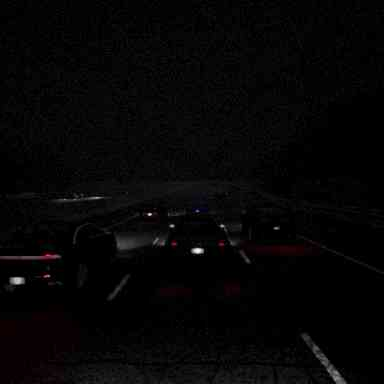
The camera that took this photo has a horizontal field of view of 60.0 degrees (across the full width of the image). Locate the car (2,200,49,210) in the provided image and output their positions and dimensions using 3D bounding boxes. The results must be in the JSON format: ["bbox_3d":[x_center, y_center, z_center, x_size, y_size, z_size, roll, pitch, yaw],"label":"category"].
[{"bbox_3d":[-13.717,1.427,28.505,1.895,1.301,4.718,0,1,2],"label":"car"}]

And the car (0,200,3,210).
[{"bbox_3d":[-17.183,1.373,29.594,1.994,1.385,4.181,0,1,2],"label":"car"}]

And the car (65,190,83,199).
[{"bbox_3d":[-22.183,0.415,62.678,2.097,1.767,4.553,0,2,0],"label":"car"}]

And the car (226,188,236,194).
[{"bbox_3d":[9.746,-0.277,82.956,2.033,1.411,5.357,0,2,3],"label":"car"}]

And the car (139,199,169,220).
[{"bbox_3d":[-3.052,1.353,26.916,1.837,1.490,4.892,0,1,1],"label":"car"}]

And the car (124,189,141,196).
[{"bbox_3d":[-11.981,0.140,68.922,2.097,1.767,4.553,0,2,3],"label":"car"}]

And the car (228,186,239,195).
[{"bbox_3d":[9.146,-0.361,73.336,2.150,2.045,5.566,0,2,4],"label":"car"}]

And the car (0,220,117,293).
[{"bbox_3d":[-3.346,1.490,8.824,2.128,1.511,4.902,0,0,0],"label":"car"}]

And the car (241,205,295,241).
[{"bbox_3d":[3.614,1.381,16.565,1.882,1.535,5.008,0,0,1],"label":"car"}]

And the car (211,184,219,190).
[{"bbox_3d":[6.327,-0.459,84.646,2.097,1.767,4.553,0,2,3],"label":"car"}]

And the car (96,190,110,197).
[{"bbox_3d":[-18.887,0.237,70.991,2.128,1.511,4.902,0,2,3],"label":"car"}]

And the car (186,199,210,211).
[{"bbox_3d":[0.492,1.296,28.711,1.882,1.535,5.008,0,1,1],"label":"car"}]

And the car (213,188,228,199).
[{"bbox_3d":[5.171,0.469,61.482,1.882,1.535,5.008,0,2,3],"label":"car"}]

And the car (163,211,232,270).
[{"bbox_3d":[0.176,1.558,11.008,1.994,1.385,4.181,0,0,1],"label":"car"}]

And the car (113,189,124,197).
[{"bbox_3d":[-15.391,0.212,70.816,1.837,1.490,4.892,0,2,3],"label":"car"}]
